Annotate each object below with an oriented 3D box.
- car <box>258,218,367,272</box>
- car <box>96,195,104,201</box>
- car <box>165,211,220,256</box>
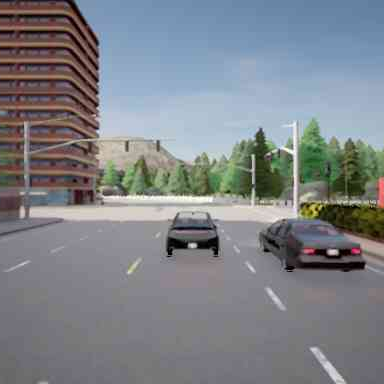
[{"bbox_3d":[3.520,1.543,10.787,2.033,1.411,5.357,0,0,0],"label":"car"},{"bbox_3d":[-22.636,1.464,77.826,4.892,1.490,1.837,0,0,34],"label":"car"},{"bbox_3d":[0.043,1.486,12.967,2.128,1.511,4.902,0,0,1],"label":"car"}]
